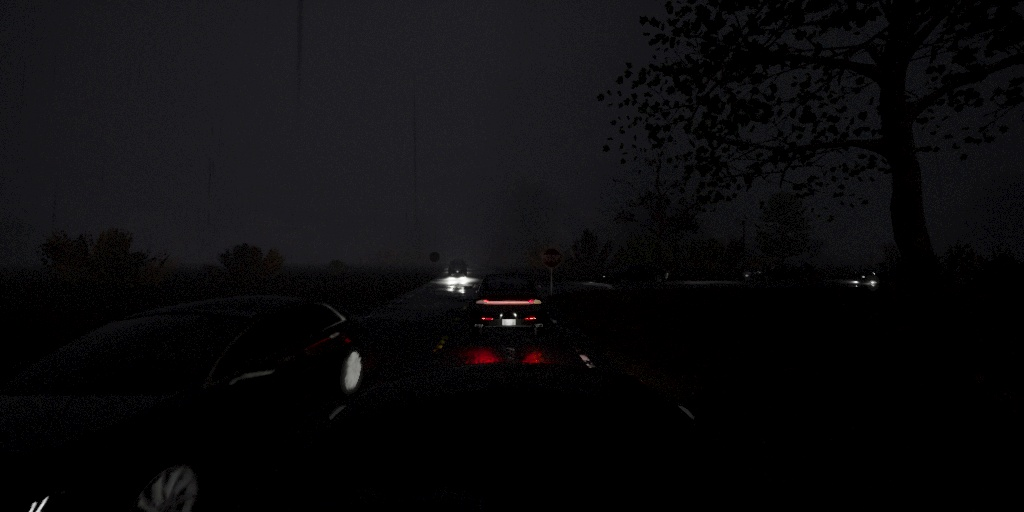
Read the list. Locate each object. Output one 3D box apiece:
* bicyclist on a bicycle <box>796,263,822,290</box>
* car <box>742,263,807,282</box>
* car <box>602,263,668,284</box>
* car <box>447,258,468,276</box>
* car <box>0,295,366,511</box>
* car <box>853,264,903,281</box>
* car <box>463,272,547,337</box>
[{"bbox_3d":[18.043,1.233,21.798,0.582,1.620,1.656,0,0,-9],"label":"bicyclist on a bicycle"},{"bbox_3d":[20.960,1.290,28.681,4.902,1.511,2.128,0,0,-9],"label":"car"},{"bbox_3d":[9.130,1.280,26.746,4.892,1.490,1.837,0,0,-11],"label":"car"},{"bbox_3d":[-5.578,1.235,36.981,2.128,1.511,4.902,0,0,-8],"label":"car"},{"bbox_3d":[-3.169,1.255,3.770,1.837,1.490,4.892,0,0,-1],"label":"car"},{"bbox_3d":[32.027,1.366,30.403,5.357,1.411,2.033,0,0,-9],"label":"car"},{"bbox_3d":[-0.135,1.241,10.300,2.128,1.511,4.902,0,0,-2],"label":"car"}]
